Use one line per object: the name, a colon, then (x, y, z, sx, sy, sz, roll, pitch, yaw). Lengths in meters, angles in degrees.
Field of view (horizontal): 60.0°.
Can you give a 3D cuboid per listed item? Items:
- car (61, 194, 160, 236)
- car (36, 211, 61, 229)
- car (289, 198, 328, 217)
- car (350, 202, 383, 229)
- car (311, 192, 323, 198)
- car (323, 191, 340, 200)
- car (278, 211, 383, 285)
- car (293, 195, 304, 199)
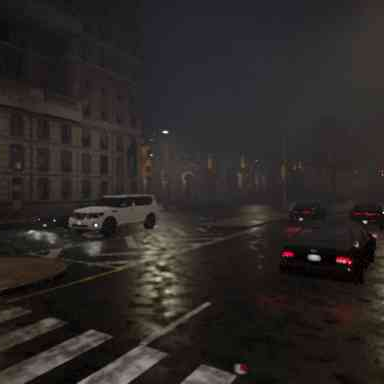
car: (-4.048, 1.141, 18.458, 2.150, 2.045, 5.566, 0, 0, 31)
car: (-6.782, 1.455, 20.707, 2.033, 1.411, 5.357, 0, 0, 31)
car: (7.962, 1.419, 22.578, 1.837, 1.490, 4.892, 0, 0, 31)
car: (11.043, 1.428, 20.904, 1.837, 1.490, 4.892, 0, 0, 31)
car: (31.928, 0.903, 85.113, 2.150, 2.045, 5.566, 0, 0, 31)
car: (34.948, 1.228, 83.346, 2.033, 1.411, 5.357, 0, 0, 31)
car: (4.081, 1.511, 9.539, 2.033, 1.411, 5.357, 0, 0, 33)
car: (26.256, 1.280, 81.972, 1.895, 1.301, 4.718, 0, 0, 31)
